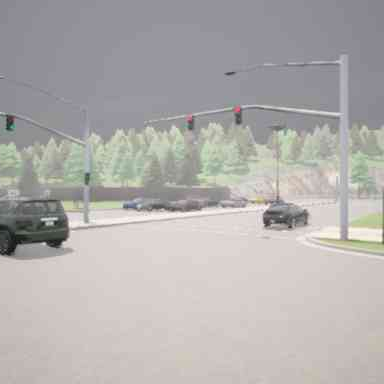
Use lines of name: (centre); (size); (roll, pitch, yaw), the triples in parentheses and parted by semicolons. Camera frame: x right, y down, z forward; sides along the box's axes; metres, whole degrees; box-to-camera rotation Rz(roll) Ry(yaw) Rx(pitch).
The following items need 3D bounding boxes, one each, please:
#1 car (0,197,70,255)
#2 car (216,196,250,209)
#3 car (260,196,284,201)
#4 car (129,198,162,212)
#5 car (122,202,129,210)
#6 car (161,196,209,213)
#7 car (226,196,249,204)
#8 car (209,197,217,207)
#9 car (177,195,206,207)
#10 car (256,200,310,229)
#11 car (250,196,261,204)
car: (-7.296, 1.221, 13.496); (5.566, 2.045, 2.150); (0, 0, 35)
car: (5.841, 1.602, 46.910); (1.895, 1.301, 4.718); (0, 0, 36)
car: (14.644, 1.548, 58.900); (2.033, 1.411, 5.357); (0, 0, 37)
car: (-4.461, 1.492, 38.743); (2.128, 1.511, 4.902); (0, 0, 36)
car: (-6.521, 1.478, 41.834); (1.882, 1.535, 5.008); (0, 0, 36)
car: (-0.677, 1.548, 37.984); (2.033, 1.411, 5.357); (0, 0, 36)
car: (8.666, 1.492, 62.580); (2.128, 1.511, 4.902); (0, 0, 37)
car: (2.187, 1.502, 47.836); (1.837, 1.490, 4.892); (0, 1, 36)
car: (-0.078, 1.354, 50.656); (2.097, 1.767, 4.553); (0, 0, 36)
car: (6.302, 1.505, 22.000); (1.837, 1.490, 4.892); (-1, -1, 37)
car: (12.393, 1.479, 61.739); (1.882, 1.535, 5.008); (0, 0, 37)
